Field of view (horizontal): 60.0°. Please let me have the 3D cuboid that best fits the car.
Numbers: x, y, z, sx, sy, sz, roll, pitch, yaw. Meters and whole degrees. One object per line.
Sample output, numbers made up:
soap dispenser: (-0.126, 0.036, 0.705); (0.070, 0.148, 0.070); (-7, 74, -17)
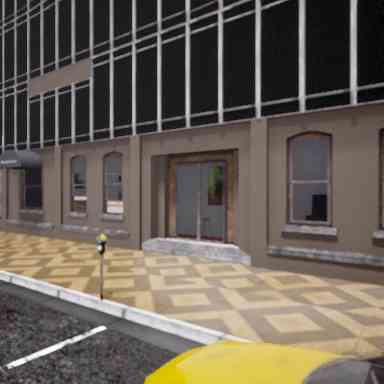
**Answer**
car: (1.611, 1.525, 1.722); (4.829, 1.417, 1.752); (0, 0, 36)
